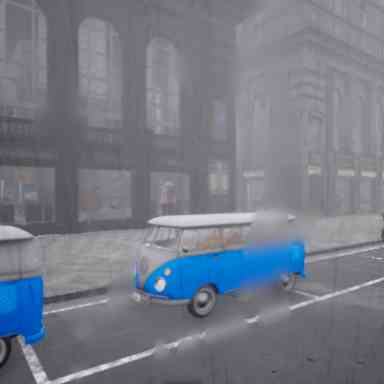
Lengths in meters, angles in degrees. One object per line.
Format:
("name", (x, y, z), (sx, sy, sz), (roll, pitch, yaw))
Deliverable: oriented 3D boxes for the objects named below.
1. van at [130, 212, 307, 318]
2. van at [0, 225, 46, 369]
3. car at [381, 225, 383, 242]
("van", (0.721, 1.360, 7.180), (3.998, 1.788, 1.690), (0, 0, -36))
("van", (-3.856, 1.349, 3.890), (3.998, 1.788, 1.690), (0, 0, -36))
("car", (9.874, 1.357, 13.759), (5.009, 1.841, 2.192), (0, 0, -36))
